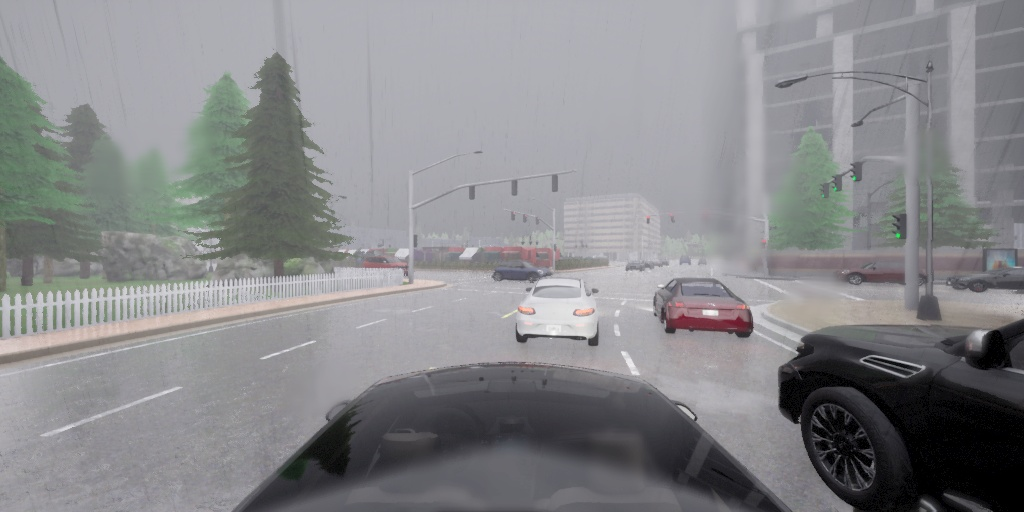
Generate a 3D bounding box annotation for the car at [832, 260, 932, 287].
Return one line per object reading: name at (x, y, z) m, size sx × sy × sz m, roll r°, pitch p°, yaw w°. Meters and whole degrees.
car at (25.903, 1.157, 25.387) m, size 4.553 × 1.767 × 2.097 m, roll 0°, pitch 0°, yaw 29°

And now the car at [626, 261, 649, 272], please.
car at (16.457, 1.314, 47.661) m, size 1.994 × 1.385 × 4.181 m, roll 0°, pitch 0°, yaw 29°

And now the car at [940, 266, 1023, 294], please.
car at (27.992, 1.331, 20.154) m, size 4.674 × 1.442 × 1.812 m, roll 0°, pitch 0°, yaw 29°

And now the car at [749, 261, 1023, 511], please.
car at (3.737, 0.971, 1.179) m, size 2.150 × 2.045 × 5.566 m, roll 0°, pitch 0°, yaw 0°

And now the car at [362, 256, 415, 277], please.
car at (-11.936, 1.026, 34.528) m, size 5.566 × 2.045 × 2.150 m, roll 0°, pitch 0°, yaw 30°

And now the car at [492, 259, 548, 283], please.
car at (0.809, 1.141, 27.309) m, size 4.553 × 1.767 × 2.097 m, roll 0°, pitch 0°, yaw 30°

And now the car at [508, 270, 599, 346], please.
car at (1.271, 1.276, 9.399) m, size 1.812 × 1.442 × 4.674 m, roll 0°, pitch 0°, yaw 11°

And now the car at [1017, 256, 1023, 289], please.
car at (34.242, 1.027, 20.660) m, size 5.566 × 2.045 × 2.150 m, roll 0°, pitch 0°, yaw 30°

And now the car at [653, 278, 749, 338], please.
car at (5.292, 1.314, 10.409) m, size 1.994 × 1.385 × 4.181 m, roll 0°, pitch 0°, yaw 17°

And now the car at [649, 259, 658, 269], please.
car at (20.781, 1.351, 55.401) m, size 1.895 × 1.301 × 4.718 m, roll 0°, pitch 0°, yaw 29°
